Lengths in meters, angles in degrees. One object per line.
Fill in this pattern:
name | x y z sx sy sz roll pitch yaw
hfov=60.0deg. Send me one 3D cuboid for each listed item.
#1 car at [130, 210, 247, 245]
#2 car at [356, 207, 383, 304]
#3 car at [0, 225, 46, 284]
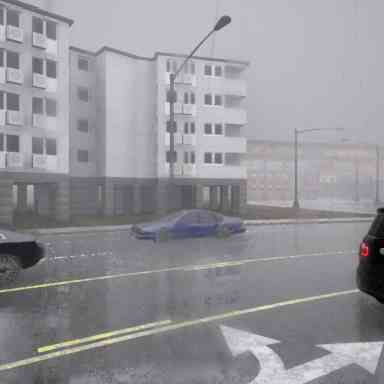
car | -0.101 1.547 15.511 5.357 1.411 2.033 0 0 -24
car | 5.725 1.221 6.299 5.566 2.045 2.150 0 0 -23
car | -6.198 1.491 8.019 4.902 1.511 2.128 0 0 -33
